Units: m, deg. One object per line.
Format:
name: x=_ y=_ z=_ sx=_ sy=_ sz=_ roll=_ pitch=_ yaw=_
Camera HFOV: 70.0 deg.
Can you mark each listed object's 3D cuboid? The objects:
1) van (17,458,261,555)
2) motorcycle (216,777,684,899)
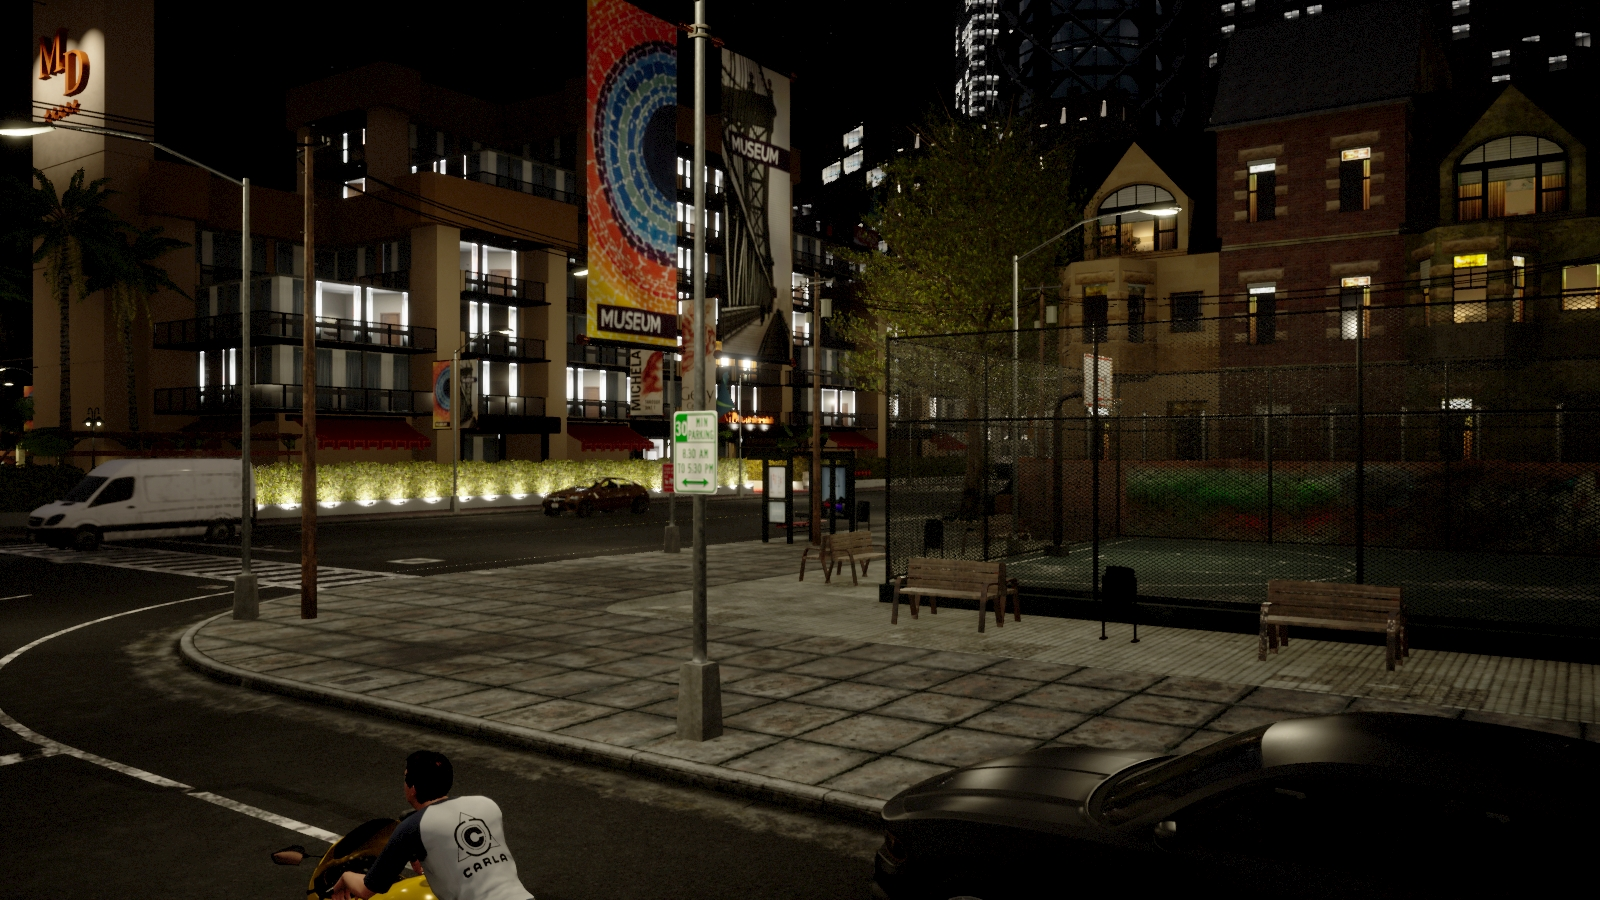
van: x=-19.279 y=1.534 z=33.642 sx=1.988 sy=2.561 sz=5.915 roll=1 pitch=1 yaw=37
motorcycle: x=-1.529 y=2.213 z=4.819 sx=2.033 sy=1.145 sz=0.803 roll=0 pitch=0 yaw=35
